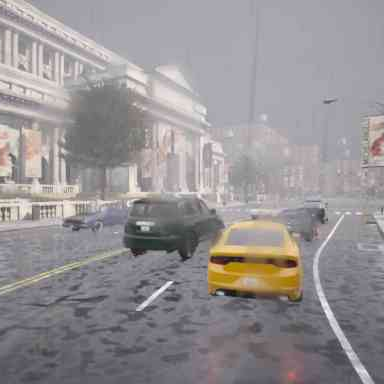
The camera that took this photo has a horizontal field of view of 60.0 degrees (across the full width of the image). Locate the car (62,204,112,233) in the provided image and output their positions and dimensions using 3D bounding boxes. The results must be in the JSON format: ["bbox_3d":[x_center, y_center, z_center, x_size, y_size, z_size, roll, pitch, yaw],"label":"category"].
[{"bbox_3d":[-5.153,1.458,20.021,2.033,1.411,5.357,0,0,27],"label":"car"}]

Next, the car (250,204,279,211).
[{"bbox_3d":[6.353,1.601,27.069,1.895,1.301,4.718,0,0,29],"label":"car"}]

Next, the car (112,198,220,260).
[{"bbox_3d":[-0.463,1.223,12.850,2.150,2.045,5.566,0,0,22],"label":"car"}]

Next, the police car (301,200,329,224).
[{"bbox_3d":[9.169,1.425,25.099,1.930,1.638,5.238,0,0,27],"label":"police car"}]

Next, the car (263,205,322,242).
[{"bbox_3d":[5.162,1.564,16.744,1.994,1.385,4.181,0,0,26],"label":"car"}]

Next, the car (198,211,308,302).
[{"bbox_3d":[1.700,1.478,8.446,1.882,1.535,5.008,0,0,15],"label":"car"}]
